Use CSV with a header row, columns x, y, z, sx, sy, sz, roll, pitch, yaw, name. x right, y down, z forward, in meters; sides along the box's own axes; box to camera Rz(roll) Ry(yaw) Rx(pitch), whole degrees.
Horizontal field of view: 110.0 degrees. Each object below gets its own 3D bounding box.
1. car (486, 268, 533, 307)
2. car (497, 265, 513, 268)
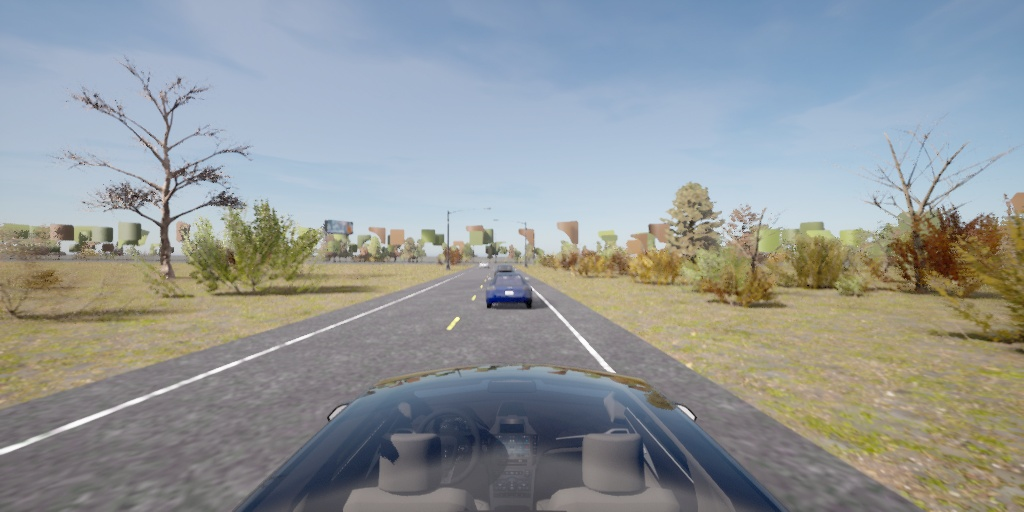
x,y,z,sx,sy,sz,roll,pitch,yaw,name
-0.147,1.443,16.213,1.994,1.385,4.181,0,0,-1,car
-0.629,1.510,31.240,1.837,1.490,4.892,0,0,-2,car
